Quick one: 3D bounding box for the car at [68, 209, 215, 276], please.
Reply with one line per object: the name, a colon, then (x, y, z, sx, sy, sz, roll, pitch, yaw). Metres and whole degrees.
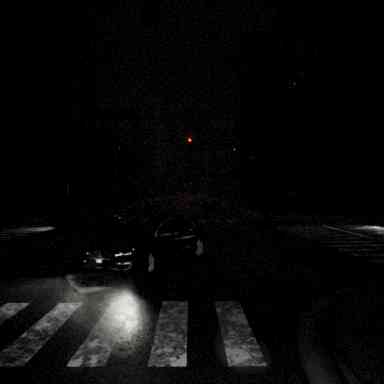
car: (-1.221, 1.496, 10.531, 1.837, 1.490, 4.892, -3, -1, 28)

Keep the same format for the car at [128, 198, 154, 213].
car: (-5.677, 1.478, 36.106, 1.967, 1.590, 4.097, 0, 0, 0)

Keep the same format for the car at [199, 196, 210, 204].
car: (2.365, 1.639, 47.116, 1.802, 1.307, 4.206, 0, 0, 0)

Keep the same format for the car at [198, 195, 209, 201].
car: (2.374, 1.634, 52.626, 1.947, 1.339, 4.313, 0, 0, 0)

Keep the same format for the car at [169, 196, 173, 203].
car: (-5.625, 1.548, 69.171, 1.967, 1.590, 4.097, 0, 0, 0)

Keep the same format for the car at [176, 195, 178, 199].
car: (-5.590, 1.716, 91.214, 1.887, 1.381, 4.507, 0, 0, 0)

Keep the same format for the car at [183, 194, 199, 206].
car: (-0.155, 1.558, 58.263, 1.882, 1.535, 5.008, 0, 0, 0)

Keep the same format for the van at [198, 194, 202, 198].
van: (2.382, 1.421, 58.137, 1.690, 1.788, 3.998, 0, 0, 0)

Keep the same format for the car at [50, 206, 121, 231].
car: (-6.461, 1.580, 20.536, 4.181, 1.385, 1.994, 0, 0, 0)

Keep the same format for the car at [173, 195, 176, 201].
car: (-5.608, 1.690, 80.192, 2.008, 1.369, 4.403, 0, 0, 0)

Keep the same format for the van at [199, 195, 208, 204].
van: (2.400, 1.449, 69.158, 1.690, 1.788, 3.998, 0, 0, 0)

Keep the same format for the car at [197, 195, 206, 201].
car: (2.426, 1.595, 85.691, 1.967, 1.590, 4.097, 0, 0, 0)

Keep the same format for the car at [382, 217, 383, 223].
car: (14.199, 1.510, 20.610, 4.181, 1.385, 1.994, 0, 0, 0)

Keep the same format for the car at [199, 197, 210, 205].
car: (2.391, 1.644, 63.647, 2.008, 1.369, 4.403, 0, 0, 0)

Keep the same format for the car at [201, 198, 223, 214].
car: (2.348, 1.604, 36.093, 1.947, 1.339, 4.313, 0, 0, 0)

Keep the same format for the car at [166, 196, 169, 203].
car: (-5.642, 1.631, 58.149, 2.008, 1.369, 4.403, 0, 0, 0)

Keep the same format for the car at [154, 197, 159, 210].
car: (-5.668, 1.487, 41.617, 1.967, 1.590, 4.097, 0, 0, 0)

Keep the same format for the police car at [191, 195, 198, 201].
police car: (0.621, 1.594, 90.174, 1.930, 1.638, 5.238, 0, 0, 0)

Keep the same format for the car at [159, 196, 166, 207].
car: (-5.651, 1.650, 52.638, 1.802, 1.307, 4.206, 0, 0, 0)
